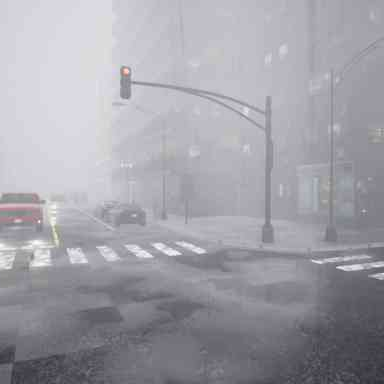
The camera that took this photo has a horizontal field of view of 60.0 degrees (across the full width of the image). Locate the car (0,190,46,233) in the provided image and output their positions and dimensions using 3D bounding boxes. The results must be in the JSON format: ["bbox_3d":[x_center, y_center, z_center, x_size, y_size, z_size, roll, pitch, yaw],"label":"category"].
[{"bbox_3d":[-9.312,0.966,18.125,2.150,2.045,5.566,1,1,-25],"label":"car"}]

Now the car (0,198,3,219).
[{"bbox_3d":[-14.079,1.183,22.475,1.887,1.381,4.507,1,0,-24],"label":"car"}]

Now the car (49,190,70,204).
[{"bbox_3d":[-18.546,0.827,46.226,1.882,1.535,5.008,1,1,-24],"label":"car"}]

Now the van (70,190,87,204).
[{"bbox_3d":[-15.566,0.731,46.197,1.690,1.788,3.998,1,0,-24],"label":"van"}]

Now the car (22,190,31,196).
[{"bbox_3d":[-41.525,0.269,83.427,1.802,1.307,4.206,1,0,-24],"label":"car"}]

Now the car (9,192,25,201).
[{"bbox_3d":[-27.802,0.727,52.951,1.947,1.339,4.313,1,0,-24],"label":"car"}]

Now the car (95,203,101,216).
[{"bbox_3d":[-6.423,1.290,25.880,1.802,1.307,4.206,1,0,-24],"label":"car"}]

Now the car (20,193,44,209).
[{"bbox_3d":[-17.268,0.956,36.083,2.128,1.511,4.902,1,1,-24],"label":"car"}]

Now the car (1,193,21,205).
[{"bbox_3d":[-23.228,0.886,42.792,1.947,1.339,4.313,1,0,-24],"label":"car"}]

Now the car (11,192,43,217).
[{"bbox_3d":[-13.195,0.960,26.872,2.097,1.767,4.553,1,1,-24],"label":"car"}]

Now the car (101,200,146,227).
[{"bbox_3d":[-4.136,1.354,20.800,1.947,1.339,4.313,1,0,-24],"label":"car"}]

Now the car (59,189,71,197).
[{"bbox_3d":[-29.287,0.229,76.672,2.192,1.841,5.009,1,0,-24],"label":"car"}]
